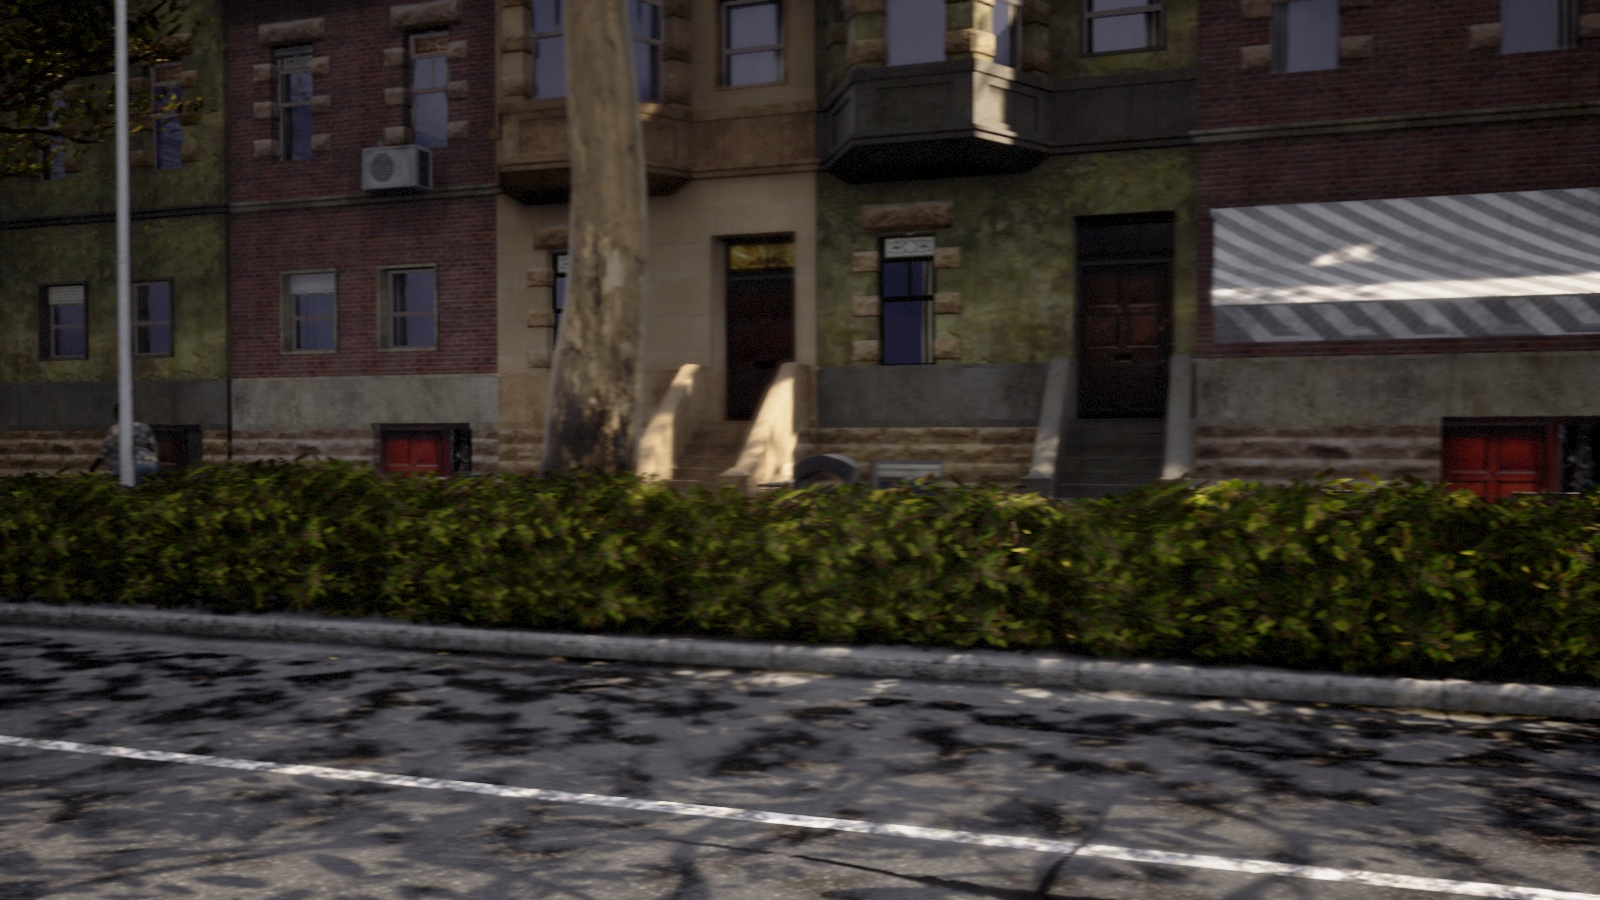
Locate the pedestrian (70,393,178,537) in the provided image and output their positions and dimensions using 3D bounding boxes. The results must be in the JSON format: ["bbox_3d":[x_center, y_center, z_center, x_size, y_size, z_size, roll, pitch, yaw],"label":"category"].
[{"bbox_3d":[-8.957,0.183,16.664,0.900,1.855,0.874,1,1,20],"label":"pedestrian"}]
